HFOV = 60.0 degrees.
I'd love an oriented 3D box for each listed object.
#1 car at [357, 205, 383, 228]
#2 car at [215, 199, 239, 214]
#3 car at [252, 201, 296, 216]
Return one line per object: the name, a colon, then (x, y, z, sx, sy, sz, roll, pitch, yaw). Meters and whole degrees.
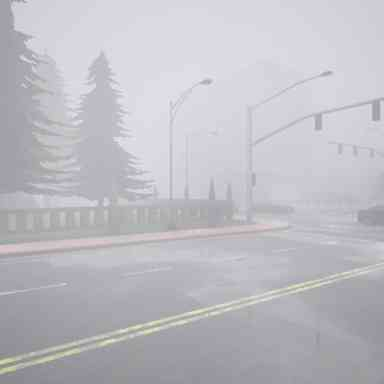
car: (12.690, 1.477, 20.181, 1.882, 1.535, 5.008, 0, 0, -34)
car: (2.806, 1.504, 34.370, 1.837, 1.490, 4.892, 0, 0, -35)
car: (7.929, 1.601, 33.204, 1.895, 1.301, 4.718, 0, 0, -35)
